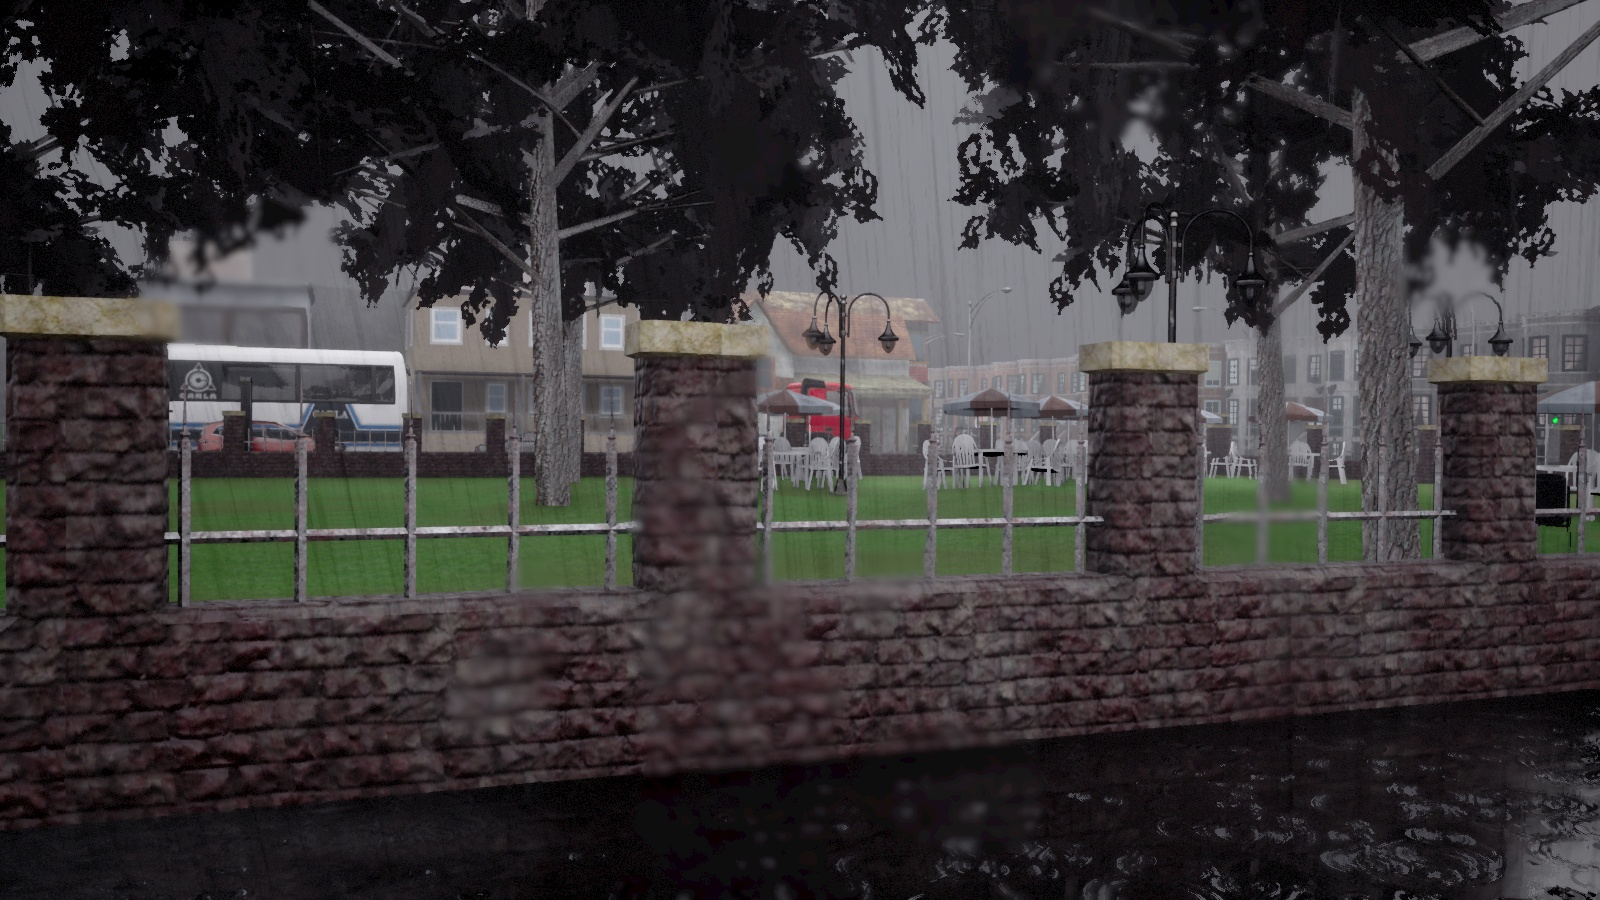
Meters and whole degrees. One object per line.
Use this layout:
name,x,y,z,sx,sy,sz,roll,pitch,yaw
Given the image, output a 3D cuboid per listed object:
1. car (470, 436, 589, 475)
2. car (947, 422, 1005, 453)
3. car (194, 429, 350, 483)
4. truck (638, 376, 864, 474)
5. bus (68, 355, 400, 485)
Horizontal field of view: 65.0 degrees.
car,-10.402,0.190,48.242,4.181,1.385,1.994,-1,1,-21
car,10.744,-0.773,76.893,1.905,1.878,3.866,-1,1,-21
car,-17.291,0.156,41.355,4.611,1.667,2.242,-1,1,-21
truck,-1.842,-0.935,47.188,7.936,3.462,2.891,-1,1,-21
bus,-19.743,-1.092,44.682,10.273,4.253,3.944,-1,1,-20
